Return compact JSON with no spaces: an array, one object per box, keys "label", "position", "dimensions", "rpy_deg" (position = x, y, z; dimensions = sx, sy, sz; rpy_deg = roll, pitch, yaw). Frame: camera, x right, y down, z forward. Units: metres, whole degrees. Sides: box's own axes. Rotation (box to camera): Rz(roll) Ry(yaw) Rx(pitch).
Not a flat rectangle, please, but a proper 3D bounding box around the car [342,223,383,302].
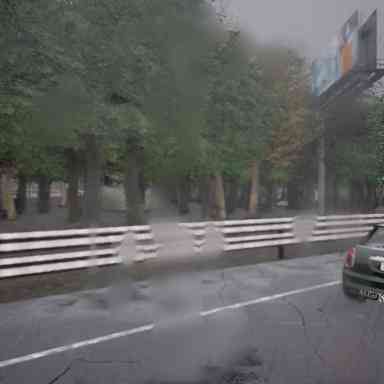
[{"label":"car","position":[5.284,1.370,6.966],"dimensions":[4.553,1.767,2.097],"rpy_deg":[0,0,-32]}]
